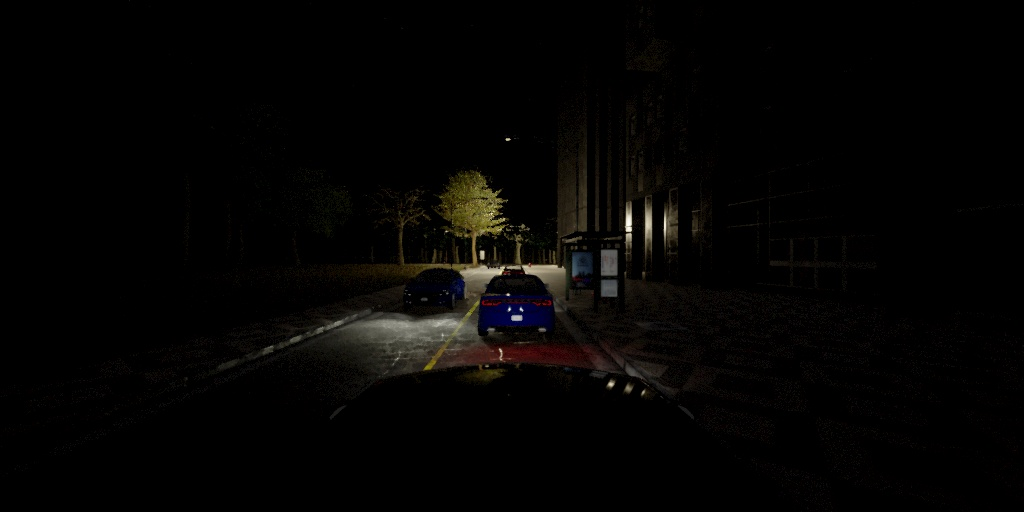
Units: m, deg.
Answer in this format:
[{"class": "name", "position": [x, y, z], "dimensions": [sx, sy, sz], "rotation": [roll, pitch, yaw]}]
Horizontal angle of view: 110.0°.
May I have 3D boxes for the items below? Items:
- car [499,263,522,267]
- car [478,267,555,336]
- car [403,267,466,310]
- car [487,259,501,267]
[{"class": "car", "position": [0.129, 1.431, 30.274], "dimensions": [1.895, 1.301, 4.718], "rotation": [0, 0, 0]}, {"class": "car", "position": [0.110, 1.242, 10.490], "dimensions": [1.882, 1.535, 5.008], "rotation": [0, 0, 0]}, {"class": "car", "position": [-3.090, 1.258, 15.109], "dimensions": [1.882, 1.535, 5.008], "rotation": [0, 0, 0]}, {"class": "car", "position": [-2.944, 1.310, 59.220], "dimensions": [2.097, 1.767, 4.553], "rotation": [0, 0, 0]}]
